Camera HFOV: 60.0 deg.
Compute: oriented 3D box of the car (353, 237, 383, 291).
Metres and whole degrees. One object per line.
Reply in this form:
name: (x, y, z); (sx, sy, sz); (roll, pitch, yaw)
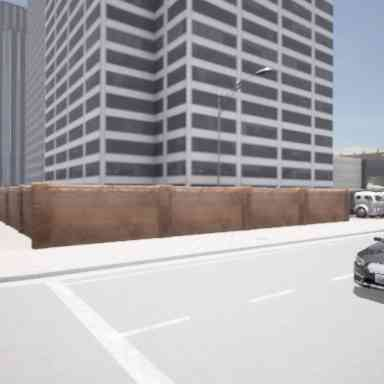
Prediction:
car: (5.878, 1.529, 8.185); (4.902, 1.511, 2.128); (0, 0, -36)
